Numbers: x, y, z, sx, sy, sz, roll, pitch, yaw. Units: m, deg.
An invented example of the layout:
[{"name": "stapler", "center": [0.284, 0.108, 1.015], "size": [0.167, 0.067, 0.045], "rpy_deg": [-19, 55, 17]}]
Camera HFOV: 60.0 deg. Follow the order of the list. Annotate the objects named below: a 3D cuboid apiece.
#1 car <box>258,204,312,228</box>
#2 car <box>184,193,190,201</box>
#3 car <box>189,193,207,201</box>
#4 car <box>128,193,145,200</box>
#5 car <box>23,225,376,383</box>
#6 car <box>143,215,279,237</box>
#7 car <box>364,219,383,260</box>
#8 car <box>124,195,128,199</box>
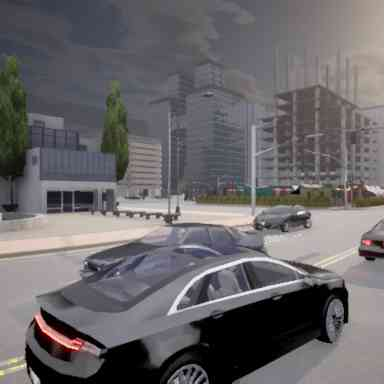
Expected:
[{"name": "car", "center": [5.509, 1.502, 19.857], "size": [1.837, 1.490, 4.892], "rpy_deg": [0, 0, 43]}, {"name": "car", "center": [-0.175, 1.144, 76.525], "size": [1.905, 1.878, 3.866], "rpy_deg": [0, 0, 43]}, {"name": "car", "center": [1.916, 1.383, 74.523], "size": [1.970, 1.475, 3.806], "rpy_deg": [0, 0, 43]}, {"name": "car", "center": [-14.426, 1.144, 90.016], "size": [1.905, 1.878, 3.866], "rpy_deg": [0, 0, 43]}, {"name": "car", "center": [0.402, 1.488, 4.618], "size": [4.902, 1.511, 2.128], "rpy_deg": [0, 0, -41]}, {"name": "car", "center": [-0.112, 1.546, 8.854], "size": [5.357, 1.411, 2.033], "rpy_deg": [0, 0, -43]}, {"name": "car", "center": [7.324, 1.544, 11.326], "size": [2.033, 1.411, 5.357], "rpy_deg": [0, 0, 43]}, {"name": "car", "center": [-16.487, 1.141, 92.049], "size": [1.932, 1.855, 4.605], "rpy_deg": [0, 0, 43]}]
